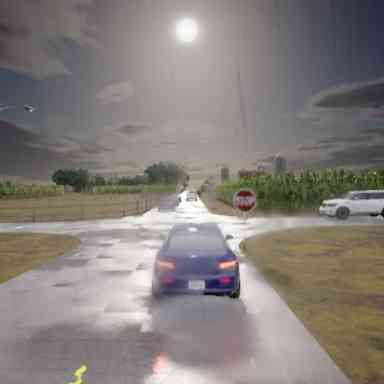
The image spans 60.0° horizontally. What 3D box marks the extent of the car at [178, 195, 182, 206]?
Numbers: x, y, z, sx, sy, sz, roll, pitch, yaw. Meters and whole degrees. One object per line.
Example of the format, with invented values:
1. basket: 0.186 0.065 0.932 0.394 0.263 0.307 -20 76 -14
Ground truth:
1. car: -2.858 1.253 47.935 1.882 1.535 5.008 0 1 0

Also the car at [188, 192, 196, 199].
1. car: -0.030 0.778 79.450 1.812 1.442 4.674 0 1 0

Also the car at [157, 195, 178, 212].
1. car: -2.805 1.367 37.169 1.837 1.490 4.892 0 0 -2

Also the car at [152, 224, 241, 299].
1. car: 0.089 1.521 8.329 1.812 1.442 4.674 0 0 0

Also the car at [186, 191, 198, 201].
1. car: -0.026 0.778 69.059 2.150 2.045 5.566 0 1 0

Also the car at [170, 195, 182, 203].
1. car: -2.831 1.258 60.250 1.895 1.301 4.718 0 1 0

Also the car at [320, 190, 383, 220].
1. car: 12.449 0.921 24.672 5.566 2.045 2.150 -1 0 0
